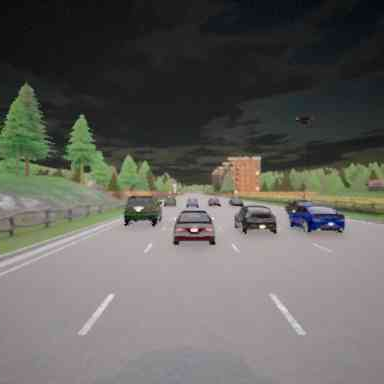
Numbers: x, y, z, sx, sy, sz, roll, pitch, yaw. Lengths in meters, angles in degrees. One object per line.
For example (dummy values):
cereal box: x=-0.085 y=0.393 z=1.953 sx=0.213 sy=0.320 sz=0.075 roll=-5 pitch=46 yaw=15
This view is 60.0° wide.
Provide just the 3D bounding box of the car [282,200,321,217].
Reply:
car: x=10.580 y=1.562 z=32.514 sx=2.033 sy=1.411 sz=5.357 roll=0 pitch=0 yaw=0

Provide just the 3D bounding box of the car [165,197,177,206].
car: x=-3.458 y=1.559 z=54.070 sx=2.128 sy=1.511 sz=4.902 roll=0 pitch=0 yaw=0

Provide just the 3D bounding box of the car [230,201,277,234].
car: x=3.589 y=1.519 z=19.386 sx=1.837 sy=1.490 sz=4.892 roll=0 pitch=0 yaw=0

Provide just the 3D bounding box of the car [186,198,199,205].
car: x=0.062 y=1.604 z=50.781 sx=2.033 sy=1.411 sz=5.357 roll=0 pitch=0 yaw=0

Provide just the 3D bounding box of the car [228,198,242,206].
car: x=7.046 y=1.609 z=53.535 sx=1.994 sy=1.385 sz=4.181 roll=0 pitch=0 yaw=0

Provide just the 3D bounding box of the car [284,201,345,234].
car: x=7.087 y=1.485 z=19.425 sx=1.882 sy=1.535 sz=5.008 roll=0 pitch=0 yaw=0

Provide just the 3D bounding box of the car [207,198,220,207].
car: x=3.550 y=1.600 z=54.002 sx=2.033 sy=1.411 sz=5.357 roll=0 pitch=0 yaw=0

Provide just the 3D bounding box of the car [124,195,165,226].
car: x=-3.414 y=1.254 z=23.875 sx=2.150 sy=2.045 sz=5.566 roll=0 pitch=0 yaw=0

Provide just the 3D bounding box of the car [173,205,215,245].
car: x=0.093 y=1.565 z=15.710 sx=2.033 sy=1.411 sz=5.357 roll=0 pitch=0 yaw=0
